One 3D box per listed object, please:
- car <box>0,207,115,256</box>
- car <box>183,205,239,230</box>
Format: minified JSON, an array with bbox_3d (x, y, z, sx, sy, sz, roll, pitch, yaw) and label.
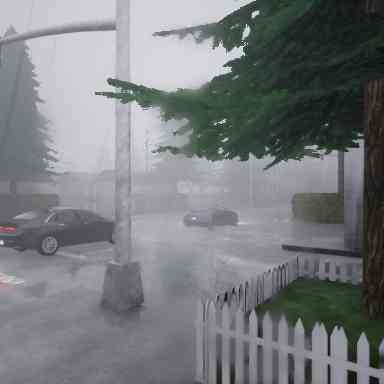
[{"bbox_3d":[-4.508,1.313,12.325,1.837,1.490,4.892,0,0,35],"label":"car"},{"bbox_3d":[1.263,1.468,20.668,1.994,1.385,4.181,1,1,35],"label":"car"}]
